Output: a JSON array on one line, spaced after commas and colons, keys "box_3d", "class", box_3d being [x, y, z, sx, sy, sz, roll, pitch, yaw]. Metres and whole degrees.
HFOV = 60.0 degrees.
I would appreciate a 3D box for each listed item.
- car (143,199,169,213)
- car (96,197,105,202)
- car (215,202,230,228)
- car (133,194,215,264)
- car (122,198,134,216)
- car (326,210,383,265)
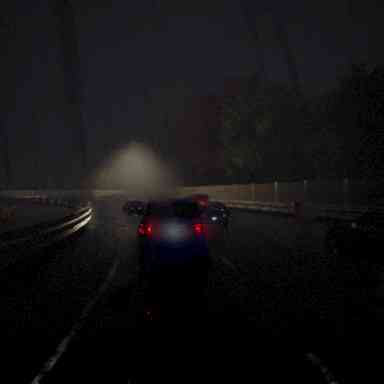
[{"box_3d": [-4.354, 1.622, 39.536, 1.994, 1.385, 4.181, 0, 0, -22], "class": "car"}, {"box_3d": [-22.618, 1.777, 82.462, 1.895, 1.301, 4.718, 0, 0, -19], "class": "car"}, {"box_3d": [0.973, 1.581, 22.173, 1.994, 1.385, 4.181, 0, 0, -11], "class": "car"}, {"box_3d": [-0.820, 1.237, 12.128, 2.150, 2.045, 5.566, 0, 0, -7], "class": "car"}, {"box_3d": [-5.832, 1.606, 33.720, 2.033, 1.411, 5.357, 0, 0, -20], "class": "car"}, {"box_3d": [6.132, 1.335, 10.307, 2.097, 1.767, 4.553, -1, 0, -9], "class": "car"}]
